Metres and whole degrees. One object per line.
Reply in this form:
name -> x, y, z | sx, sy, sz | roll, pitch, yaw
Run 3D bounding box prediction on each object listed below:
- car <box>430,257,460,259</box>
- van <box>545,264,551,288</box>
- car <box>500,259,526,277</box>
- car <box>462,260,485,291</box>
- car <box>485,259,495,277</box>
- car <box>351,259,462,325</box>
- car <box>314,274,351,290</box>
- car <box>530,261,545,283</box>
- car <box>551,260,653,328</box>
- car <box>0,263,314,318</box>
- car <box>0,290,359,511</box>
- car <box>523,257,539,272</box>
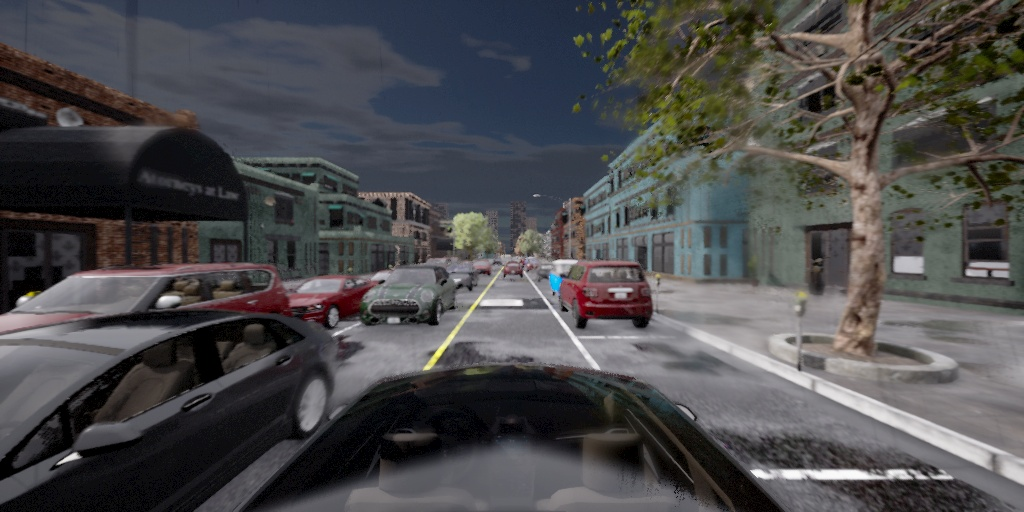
car -> -5.688, 1.043, 27.870 | 2.192, 1.841, 5.009 | 0, 0, 0
van -> 2.694, 1.078, 16.782 | 1.690, 1.789, 3.998 | 0, 0, 0
car -> 0.100, 1.248, 34.094 | 1.812, 1.442, 4.674 | 0, 0, 0
car -> -3.091, 1.225, 21.801 | 2.128, 1.511, 4.902 | 0, 0, 0
car -> -3.014, 1.199, 36.014 | 1.882, 1.535, 5.008 | 0, 0, 0
car -> -3.100, 1.094, 11.649 | 2.097, 1.767, 4.553 | 0, 0, 0
car -> -5.687, 1.287, 11.237 | 1.888, 1.381, 4.507 | 0, 0, 0
car -> 2.694, 1.278, 27.870 | 2.007, 1.370, 4.403 | 0, 0, 0
car -> 2.694, 1.057, 11.238 | 2.192, 1.841, 5.009 | 0, 0, 0
car -> -5.687, 1.062, 5.693 | 2.192, 1.841, 5.009 | 0, 0, 0
car -> -3.102, 1.255, 2.596 | 1.837, 1.490, 4.892 | 0, 0, 0
car -> 2.693, 1.153, 44.502 | 1.967, 1.591, 4.097 | 0, 0, 0
